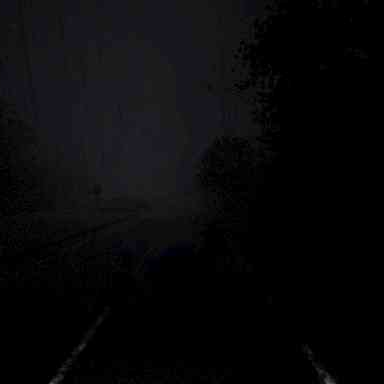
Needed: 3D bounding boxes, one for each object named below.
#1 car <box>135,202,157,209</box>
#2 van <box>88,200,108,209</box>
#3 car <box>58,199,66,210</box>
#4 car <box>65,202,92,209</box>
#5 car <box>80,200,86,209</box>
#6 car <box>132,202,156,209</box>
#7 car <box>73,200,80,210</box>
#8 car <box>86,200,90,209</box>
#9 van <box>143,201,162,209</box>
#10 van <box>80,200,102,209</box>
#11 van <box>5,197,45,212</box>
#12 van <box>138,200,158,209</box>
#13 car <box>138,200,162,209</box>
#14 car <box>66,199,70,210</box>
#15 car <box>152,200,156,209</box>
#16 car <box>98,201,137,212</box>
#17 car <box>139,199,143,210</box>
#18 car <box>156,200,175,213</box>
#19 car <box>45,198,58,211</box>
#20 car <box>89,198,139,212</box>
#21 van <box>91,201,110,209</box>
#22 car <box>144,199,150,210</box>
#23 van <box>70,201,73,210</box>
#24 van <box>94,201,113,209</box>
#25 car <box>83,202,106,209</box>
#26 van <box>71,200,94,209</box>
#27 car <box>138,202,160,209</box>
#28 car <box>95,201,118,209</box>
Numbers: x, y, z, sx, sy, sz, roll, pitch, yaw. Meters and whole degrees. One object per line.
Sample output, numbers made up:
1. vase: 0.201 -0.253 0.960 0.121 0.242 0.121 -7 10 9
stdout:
1. car: -10.226 3.045 73.764 4.674 1.452 2.002 0 -2 0
2. van: -23.171 3.109 82.121 4.442 1.987 1.878 0 -3 0
3. car: -23.159 2.179 51.814 5.366 1.575 1.946 0 -2 0
4. car: -23.307 2.806 68.422 4.892 1.521 2.231 0 -2 0
5. car: -23.318 2.591 62.760 5.008 1.535 2.097 0 -2 0
6. car: -10.199 2.930 70.989 4.792 1.488 2.163 0 -2 0
7. car: -23.297 2.367 60.121 4.553 1.767 2.185 0 -2 0
8. car: -23.313 2.700 65.654 5.008 1.535 2.097 0 -2 0
9. van: -10.086 3.255 84.852 4.442 1.987 1.878 0 -3 0
10. van: -23.181 2.891 76.734 4.442 1.987 1.878 0 -2 0
11. van: -23.472 1.766 46.165 4.442 1.987 1.878 0 -2 0
12. van: -10.102 2.883 76.548 4.442 1.987 1.878 0 -2 0
13. car: -10.236 3.081 82.081 5.566 2.045 2.435 0 -3 0
14. car: -23.332 2.285 54.580 4.892 1.521 2.231 0 -2 0
15. car: -10.244 2.691 65.443 5.008 1.535 2.097 0 -2 0
16. car: -10.280 1.988 46.030 4.892 1.521 2.231 0 -2 0
17. car: -10.276 2.075 48.801 5.008 1.535 2.097 0 -2 0
18. car: -3.282 1.976 44.031 1.837 1.490 4.892 0 -2 0
19. car: -23.377 1.833 49.056 5.566 2.045 2.435 0 -2 0
20. car: -10.094 1.903 43.262 5.366 1.575 1.946 0 -2 0
21. van: -23.399 3.265 85.020 4.442 1.987 1.878 0 -3 0
22. car: -10.231 2.023 54.355 5.566 2.045 2.435 0 -2 0
23. van: -23.450 2.162 57.357 4.442 1.987 1.878 0 -2 0
24. van: -23.394 3.407 87.662 4.442 1.987 1.878 0 -3 0
25. car: -23.298 3.221 79.494 5.008 1.535 2.097 0 -2 0
26. van: -23.425 2.683 71.199 4.442 1.987 1.878 0 -2 0
27. car: -10.242 3.243 79.319 4.792 1.488 2.163 0 -3 0
28. car: -23.244 3.530 90.429 5.566 2.045 2.435 0 -3 0
